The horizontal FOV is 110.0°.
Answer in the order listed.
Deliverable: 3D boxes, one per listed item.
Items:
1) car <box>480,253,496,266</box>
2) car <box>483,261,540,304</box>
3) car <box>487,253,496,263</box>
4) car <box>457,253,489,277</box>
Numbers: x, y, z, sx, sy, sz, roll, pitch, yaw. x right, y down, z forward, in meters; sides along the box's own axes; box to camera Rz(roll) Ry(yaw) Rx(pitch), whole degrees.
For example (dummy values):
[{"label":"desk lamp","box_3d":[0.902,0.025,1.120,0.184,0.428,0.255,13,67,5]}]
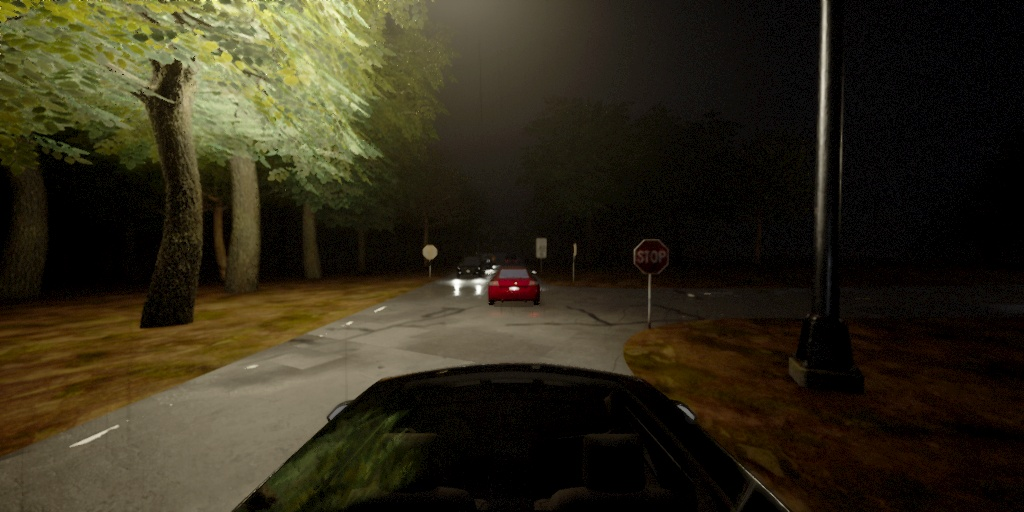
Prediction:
[{"label":"car","box_3d":[-3.187,0.421,48.086,1.882,1.535,5.008,0,1,0]},{"label":"car","box_3d":[0.069,1.100,14.831,1.994,1.385,4.181,0,1,0]},{"label":"car","box_3d":[-3.171,0.489,38.063,2.097,1.767,4.553,0,1,0]},{"label":"car","box_3d":[-3.151,0.785,28.267,1.882,1.535,5.008,0,1,0]}]
